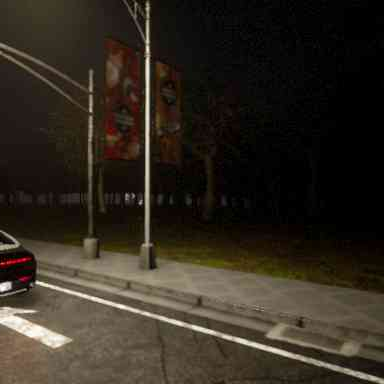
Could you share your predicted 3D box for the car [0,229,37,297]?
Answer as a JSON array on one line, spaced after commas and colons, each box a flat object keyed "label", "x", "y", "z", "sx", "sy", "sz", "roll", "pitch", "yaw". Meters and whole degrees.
[{"label": "car", "x": -5.471, "y": 1.526, "z": 7.586, "sx": 4.892, "sy": 1.490, "sz": 1.837, "roll": 0, "pitch": 0, "yaw": 35}]
